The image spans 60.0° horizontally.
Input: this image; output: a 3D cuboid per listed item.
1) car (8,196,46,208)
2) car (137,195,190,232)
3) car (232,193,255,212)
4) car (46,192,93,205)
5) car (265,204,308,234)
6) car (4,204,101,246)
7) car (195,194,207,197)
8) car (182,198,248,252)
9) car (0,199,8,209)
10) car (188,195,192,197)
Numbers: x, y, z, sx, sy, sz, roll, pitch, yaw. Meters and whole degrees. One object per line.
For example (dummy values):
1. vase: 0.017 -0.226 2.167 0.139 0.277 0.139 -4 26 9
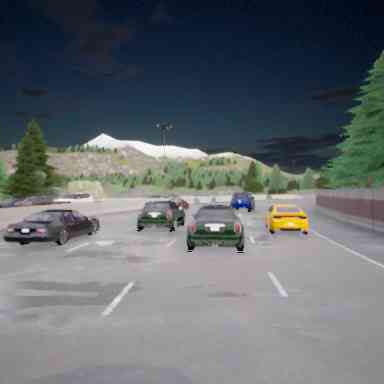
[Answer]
1. car: -16.630 1.182 35.301 2.097 1.767 4.553 0 0 14
2. car: -1.693 1.273 19.825 2.097 1.767 4.553 0 0 8
3. car: 5.721 1.095 37.094 2.150 2.045 5.566 0 0 16
4. car: -12.868 1.053 36.179 2.150 2.045 5.566 0 1 14
5. car: 5.210 1.419 18.777 1.882 1.535 5.008 0 0 8
6. car: -5.932 1.477 14.925 2.033 1.411 5.357 0 0 7
7. car: 1.960 1.216 73.278 2.128 1.511 4.902 0 0 28
8. car: 1.036 1.302 13.786 2.097 1.767 4.553 0 0 6
9. car: -19.853 1.380 36.866 1.994 1.385 4.181 0 0 14
10. car: -1.631 1.384 36.766 1.812 1.442 4.674 0 0 15
